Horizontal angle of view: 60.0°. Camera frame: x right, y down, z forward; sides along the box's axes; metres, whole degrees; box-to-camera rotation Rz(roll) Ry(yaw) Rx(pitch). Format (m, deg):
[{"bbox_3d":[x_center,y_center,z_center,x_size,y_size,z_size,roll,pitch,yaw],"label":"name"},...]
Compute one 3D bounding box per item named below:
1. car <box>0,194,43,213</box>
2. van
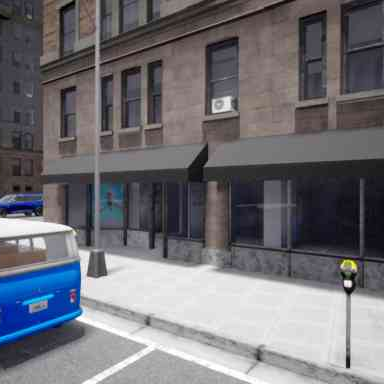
[{"bbox_3d":[-15.445,1.211,29.369,2.150,2.045,5.566,0,0,35],"label":"car"},{"bbox_3d":[-3.622,1.340,5.661,3.998,1.788,1.690,0,0,36],"label":"van"}]
